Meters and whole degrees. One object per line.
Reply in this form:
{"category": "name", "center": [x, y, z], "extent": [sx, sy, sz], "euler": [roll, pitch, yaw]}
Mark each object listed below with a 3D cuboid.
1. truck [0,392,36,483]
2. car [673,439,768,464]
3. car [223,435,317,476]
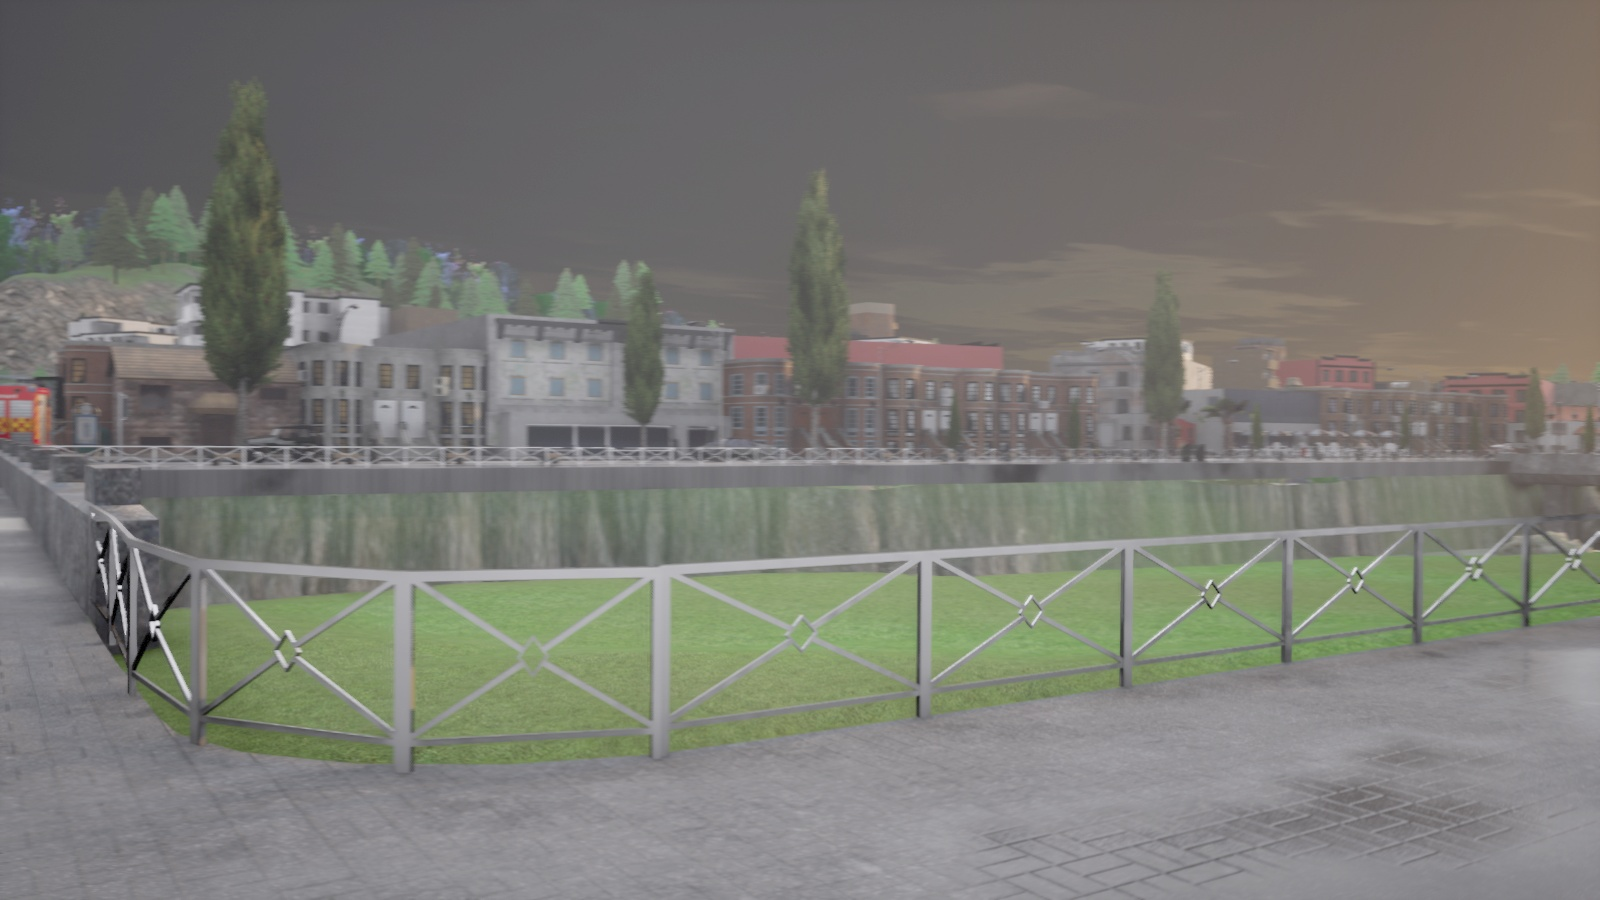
{"category": "truck", "center": [-37.400, -0.492, 52.815], "extent": [8.468, 3.827, 2.891], "euler": [-1, 1, -18]}
{"category": "car", "center": [-4.734, 0.069, 74.931], "extent": [5.357, 1.411, 2.033], "euler": [-1, 1, -34]}
{"category": "car", "center": [-25.640, 0.235, 60.755], "extent": [3.866, 1.878, 1.905], "euler": [-1, 1, -34]}
